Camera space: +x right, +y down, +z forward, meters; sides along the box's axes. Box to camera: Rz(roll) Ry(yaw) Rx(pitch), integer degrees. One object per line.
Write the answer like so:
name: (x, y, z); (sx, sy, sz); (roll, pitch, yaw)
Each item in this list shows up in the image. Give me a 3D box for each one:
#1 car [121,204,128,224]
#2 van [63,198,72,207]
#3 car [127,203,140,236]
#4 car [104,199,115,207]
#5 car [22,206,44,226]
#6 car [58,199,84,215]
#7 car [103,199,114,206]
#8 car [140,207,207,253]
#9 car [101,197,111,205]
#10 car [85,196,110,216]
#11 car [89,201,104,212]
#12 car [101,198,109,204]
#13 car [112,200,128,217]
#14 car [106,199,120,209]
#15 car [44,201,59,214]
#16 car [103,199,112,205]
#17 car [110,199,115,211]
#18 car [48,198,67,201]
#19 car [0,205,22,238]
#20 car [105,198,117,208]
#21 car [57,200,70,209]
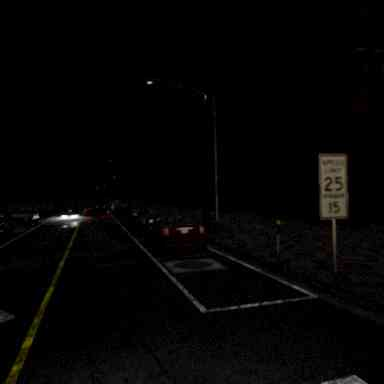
car: (-3.948, 1.764, 24.609); (1.802, 1.307, 4.206); (-2, 0, -17)
van: (-27.726, 2.275, 74.125); (1.690, 1.788, 3.998); (-2, 0, -17)
car: (-2.392, 1.568, 19.414); (1.967, 1.590, 4.097); (-2, 0, -17)
car: (-16.434, 2.177, 66.173); (1.887, 1.381, 4.507); (-2, 0, -17)
car: (-13.625, 1.944, 27.194); (1.752, 1.417, 4.829); (-2, 0, -17)
car: (-15.076, 1.995, 41.633); (2.128, 1.511, 4.902); (-1, 0, -17)
car: (-17.993, 2.242, 71.368); (2.008, 1.369, 4.403); (-2, 0, -17)
car: (-0.831, 1.514, 14.219); (1.967, 1.590, 4.097); (-2, 0, -17)
car: (-21.120, 2.123, 81.760); (2.192, 1.841, 5.009); (-2, 0, -17)
car: (-11.125, 1.753, 38.973); (2.097, 1.767, 4.553); (-1, 0, -16)
car: (-13.996, 2.068, 48.469); (1.994, 1.385, 4.181); (-1, 0, -17)
car: (-24.234, 2.488, 92.151); (1.947, 1.339, 4.313); (-2, 0, -17)
car: (-7.070, 1.835, 35.000); (1.887, 1.381, 4.507); (-2, 0, -17)
car: (-13.315, 1.956, 55.782); (1.967, 1.590, 4.097); (-2, 0, -17)
car: (-18.355, 2.168, 42.946); (1.802, 1.307, 4.206); (-2, 0, -17)
car: (-19.602, 2.277, 76.727); (1.752, 1.417, 4.829); (-2, 0, -17)
car: (-10.241, 1.929, 45.554); (1.752, 1.417, 4.829); (-2, 0, -17)
car: (-19.923, 1.958, 48.143); (2.192, 1.841, 5.009); (-2, 0, -17)
car: (-10.558, 1.628, 16.964); (2.192, 1.841, 5.009); (-2, 0, -17)
car: (-14.875, 2.014, 60.978); (1.967, 1.590, 4.097); (-2, 0, -17)
car: (-24.599, 2.361, 63.731); (1.887, 1.381, 4.507); (-2, 0, -17)
